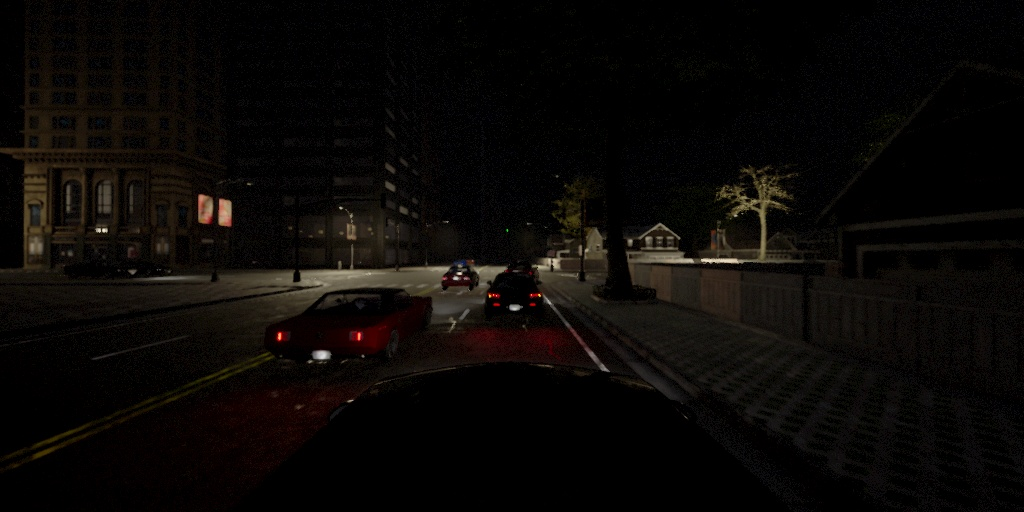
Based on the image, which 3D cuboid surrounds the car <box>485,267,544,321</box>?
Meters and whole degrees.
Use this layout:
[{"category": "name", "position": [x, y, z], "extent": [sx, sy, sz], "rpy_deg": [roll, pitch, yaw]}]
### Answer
[{"category": "car", "position": [0.079, 1.287, 12.407], "extent": [1.812, 1.442, 4.674], "rpy_deg": [0, 0, 0]}]

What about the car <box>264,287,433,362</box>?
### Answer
[{"category": "car", "position": [-3.152, 1.358, 8.168], "extent": [1.895, 1.301, 4.718], "rpy_deg": [0, 0, 0]}]

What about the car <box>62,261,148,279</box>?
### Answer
[{"category": "car", "position": [-34.218, 1.167, 29.952], "extent": [4.902, 1.511, 2.128], "rpy_deg": [0, 0, -2]}]

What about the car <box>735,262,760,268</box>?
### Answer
[{"category": "car", "position": [26.987, 1.387, 41.256], "extent": [4.892, 1.490, 1.837], "rpy_deg": [0, 0, -8]}]

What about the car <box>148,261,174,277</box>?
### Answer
[{"category": "car", "position": [-34.270, 1.193, 33.204], "extent": [4.892, 1.490, 1.837], "rpy_deg": [0, 0, -2]}]

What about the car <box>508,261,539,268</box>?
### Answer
[{"category": "car", "position": [0.754, 1.126, 25.134], "extent": [2.097, 1.767, 4.553], "rpy_deg": [0, 0, 9]}]

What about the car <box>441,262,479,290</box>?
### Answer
[{"category": "car", "position": [-3.153, 1.320, 22.550], "extent": [2.033, 1.411, 5.357], "rpy_deg": [0, 0, 0]}]

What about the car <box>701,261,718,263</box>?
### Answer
[{"category": "car", "position": [24.242, 1.381, 44.177], "extent": [4.902, 1.511, 2.128], "rpy_deg": [0, 0, -7]}]
